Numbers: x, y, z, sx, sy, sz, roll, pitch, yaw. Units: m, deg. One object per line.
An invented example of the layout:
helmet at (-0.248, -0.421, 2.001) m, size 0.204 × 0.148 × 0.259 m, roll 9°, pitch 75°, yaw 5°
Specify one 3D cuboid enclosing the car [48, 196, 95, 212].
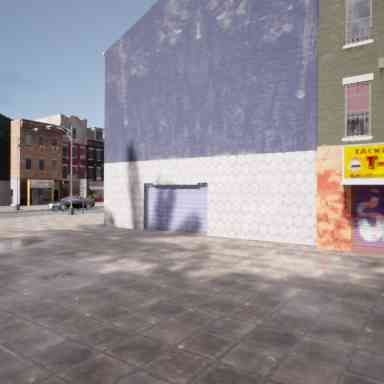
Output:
car at (-12.378, 1.180, 34.458) m, size 2.128 × 1.511 × 4.902 m, roll 1°, pitch 1°, yaw 36°
